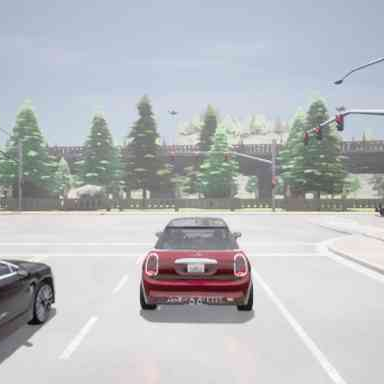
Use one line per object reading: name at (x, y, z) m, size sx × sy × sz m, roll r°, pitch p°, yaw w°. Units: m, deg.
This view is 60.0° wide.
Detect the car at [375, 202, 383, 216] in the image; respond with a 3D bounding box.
car at (19.470, 1.217, 29.675) m, size 5.566 × 2.045 × 2.150 m, roll 0°, pitch 0°, yaw 1°

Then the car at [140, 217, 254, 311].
car at (0.147, 1.366, 7.974) m, size 2.097 × 1.767 × 4.553 m, roll 0°, pitch 0°, yaw 2°

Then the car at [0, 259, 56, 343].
car at (-3.433, 1.499, 4.222) m, size 2.128 × 1.511 × 4.902 m, roll 0°, pitch 0°, yaw 0°
